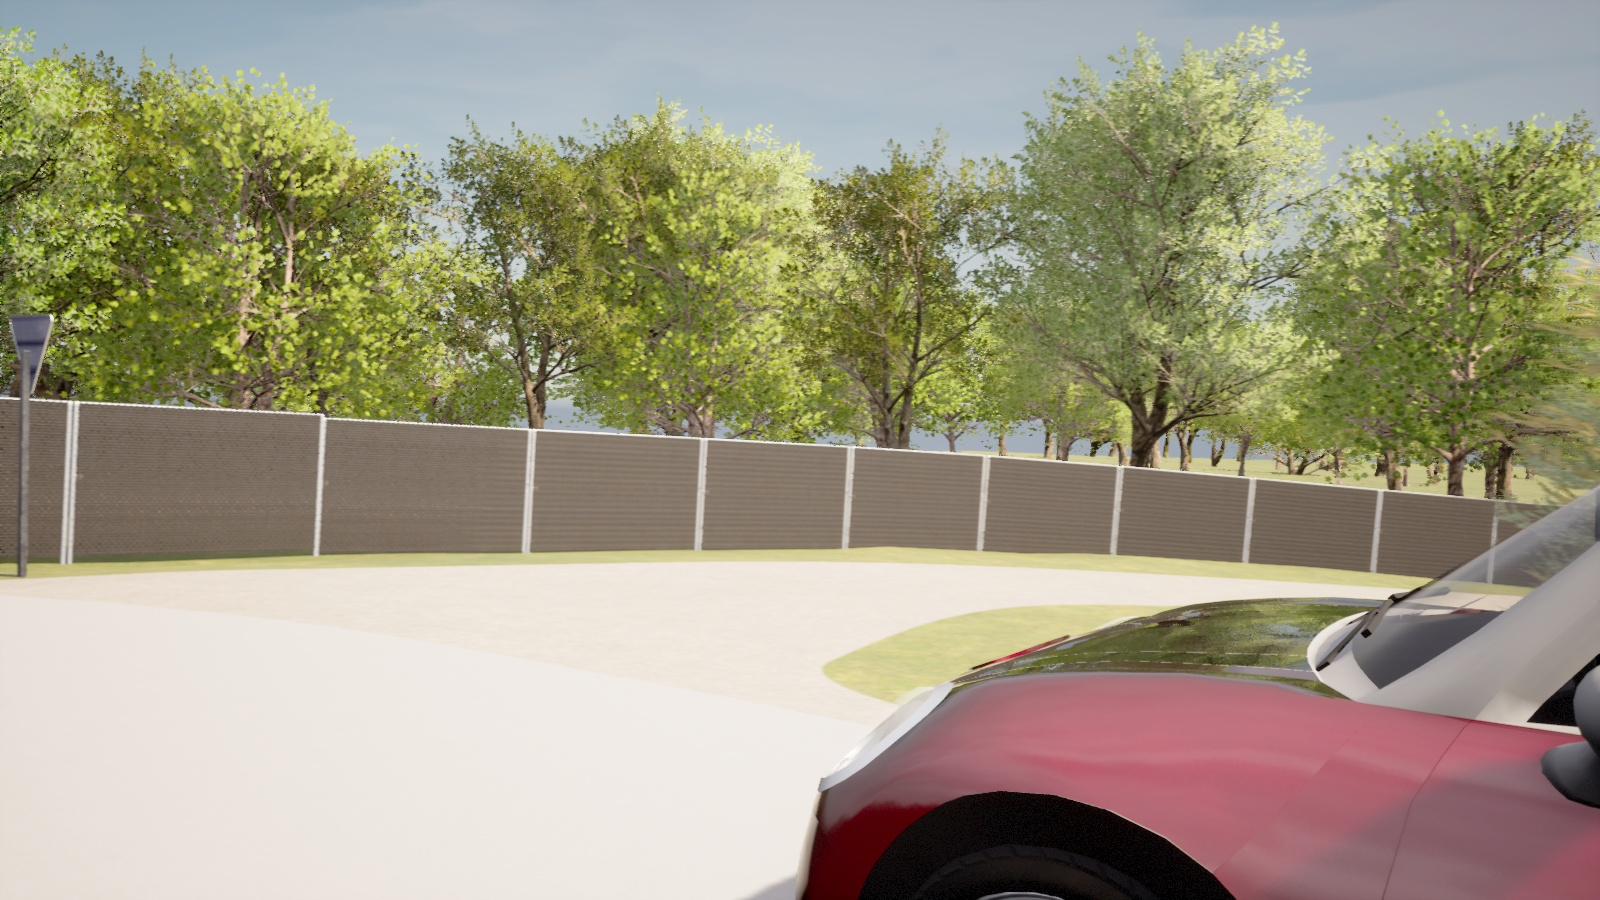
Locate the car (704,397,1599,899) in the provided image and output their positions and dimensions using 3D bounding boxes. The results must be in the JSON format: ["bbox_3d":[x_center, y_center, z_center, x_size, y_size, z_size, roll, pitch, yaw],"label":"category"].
[{"bbox_3d":[1.940,0.650,2.334,3.806,1.475,1.970,0,1,34],"label":"car"}]
